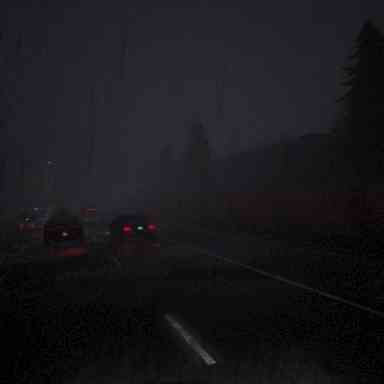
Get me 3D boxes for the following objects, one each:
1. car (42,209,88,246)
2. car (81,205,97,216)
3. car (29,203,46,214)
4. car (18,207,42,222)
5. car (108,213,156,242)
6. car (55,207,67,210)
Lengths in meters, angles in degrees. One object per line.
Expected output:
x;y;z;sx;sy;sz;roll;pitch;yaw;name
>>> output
-7.133;1.969;18.525;1.882;1.535;5.008;-2;-1;-22;car
-14.120;2.571;45.522;2.128;1.511;4.902;-2;-1;-22;car
-24.075;2.742;51.720;2.150;2.045;5.566;-2;-1;-21;car
-18.990;2.777;38.846;1.895;1.301;4.718;-2;-1;-22;car
-3.520;1.911;18.916;2.033;1.411;5.357;-2;-1;-22;car
-16.661;2.640;42.446;1.837;1.490;4.892;-2;-1;-22;car
